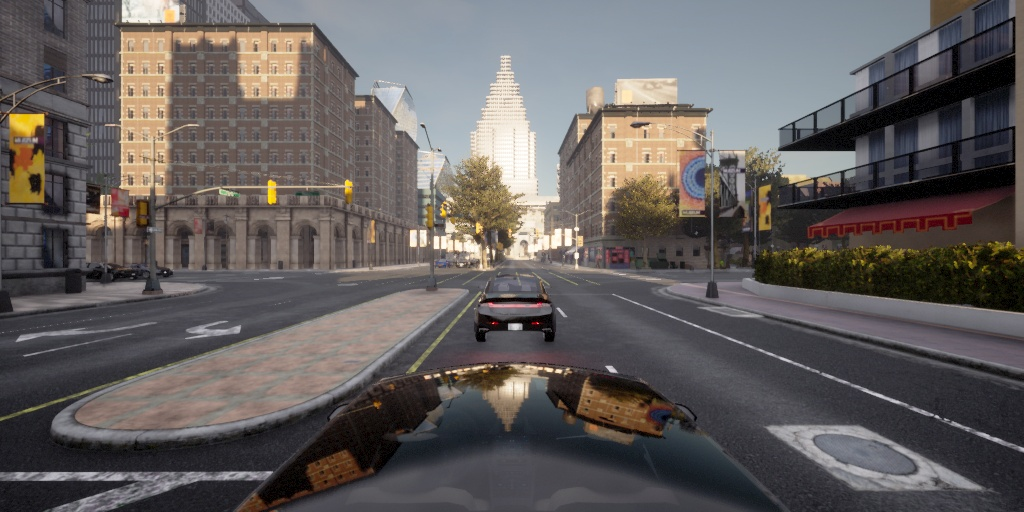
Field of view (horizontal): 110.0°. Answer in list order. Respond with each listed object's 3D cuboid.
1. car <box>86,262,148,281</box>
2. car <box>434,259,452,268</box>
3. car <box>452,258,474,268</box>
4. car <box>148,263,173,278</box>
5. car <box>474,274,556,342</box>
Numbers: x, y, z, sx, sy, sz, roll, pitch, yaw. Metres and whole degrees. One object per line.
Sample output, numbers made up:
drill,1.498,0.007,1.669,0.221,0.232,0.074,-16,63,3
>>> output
car,-33.345,1.228,29.200,5.008,1.535,1.882,0,0,0
car,-11.549,1.227,60.008,1.882,1.535,5.008,0,0,0
car,-8.052,1.241,59.593,2.128,1.511,4.902,0,0,0
car,-33.633,1.314,32.693,4.181,1.385,1.994,0,0,-1
car,0.080,1.242,9.776,2.128,1.511,4.902,0,0,0
